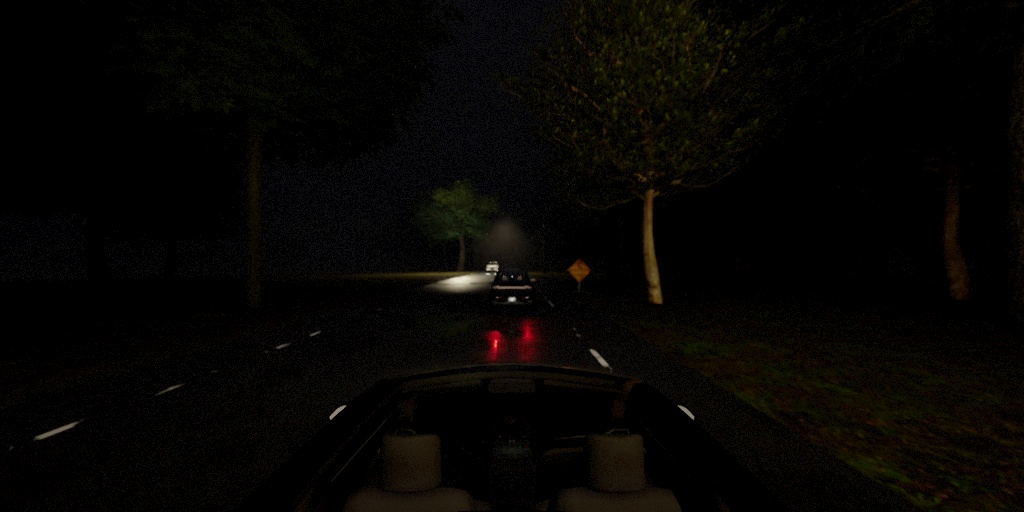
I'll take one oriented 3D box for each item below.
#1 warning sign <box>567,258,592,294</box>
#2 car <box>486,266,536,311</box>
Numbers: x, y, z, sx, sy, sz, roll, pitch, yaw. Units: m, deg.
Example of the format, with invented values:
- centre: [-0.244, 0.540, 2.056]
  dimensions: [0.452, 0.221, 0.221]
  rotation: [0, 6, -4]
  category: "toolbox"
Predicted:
- centre: [3.550, 1.041, 19.036]
  dimensions: [1.300, 1.860, 1.060]
  rotation: [0, 0, 0]
  category: "warning sign"
- centre: [0.017, 1.379, 15.362]
  dimensions: [2.128, 1.511, 4.902]
  rotation: [0, -1, 0]
  category: "car"
